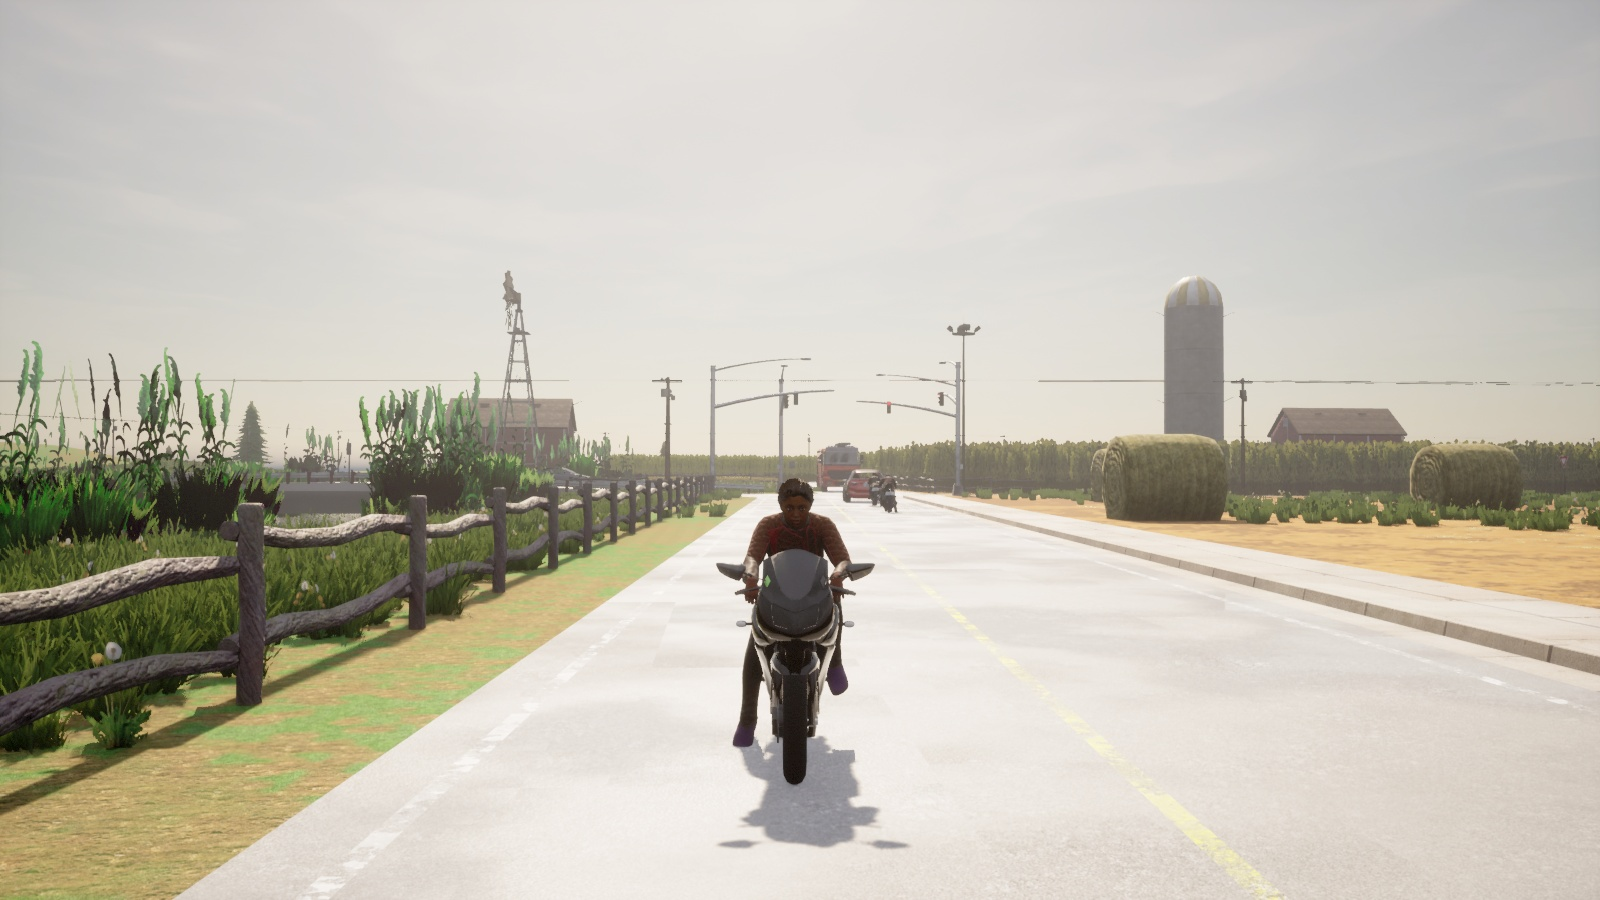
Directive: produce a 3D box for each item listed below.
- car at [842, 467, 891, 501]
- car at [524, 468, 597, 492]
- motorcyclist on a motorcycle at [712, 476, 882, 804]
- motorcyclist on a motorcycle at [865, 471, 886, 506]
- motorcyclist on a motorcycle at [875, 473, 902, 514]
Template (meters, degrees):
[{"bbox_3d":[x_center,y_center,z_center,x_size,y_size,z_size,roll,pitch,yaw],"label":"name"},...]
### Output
[{"bbox_3d":[3.340,1.719,64.063,2.242,1.667,4.611,0,-1,0],"label":"car"},{"bbox_3d":[-15.365,1.918,80.726,4.181,1.385,1.994,2,-1,3],"label":"car"},{"bbox_3d":[-0.018,0.913,6.928,0.797,1.523,2.044,0,-1,0],"label":"motorcyclist on a motorcycle"},{"bbox_3d":[3.357,1.726,56.252,0.797,1.523,2.044,0,-1,0],"label":"motorcyclist on a motorcycle"},{"bbox_3d":[3.378,1.640,47.979,0.866,1.530,2.191,0,-1,0],"label":"motorcyclist on a motorcycle"}]
